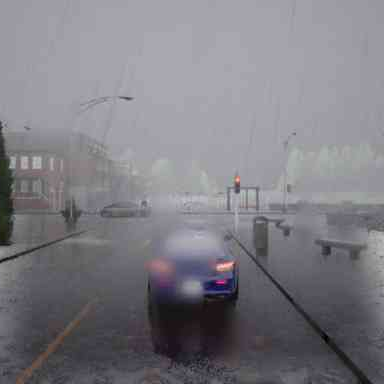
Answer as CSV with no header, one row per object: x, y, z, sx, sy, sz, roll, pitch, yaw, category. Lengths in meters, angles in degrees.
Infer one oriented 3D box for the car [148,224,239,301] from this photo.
0.041,1.526,8.225,1.812,1.442,4.674,0,0,1,car

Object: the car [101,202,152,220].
-5.491,1.564,28.030,4.181,1.385,1.994,0,0,0,car
